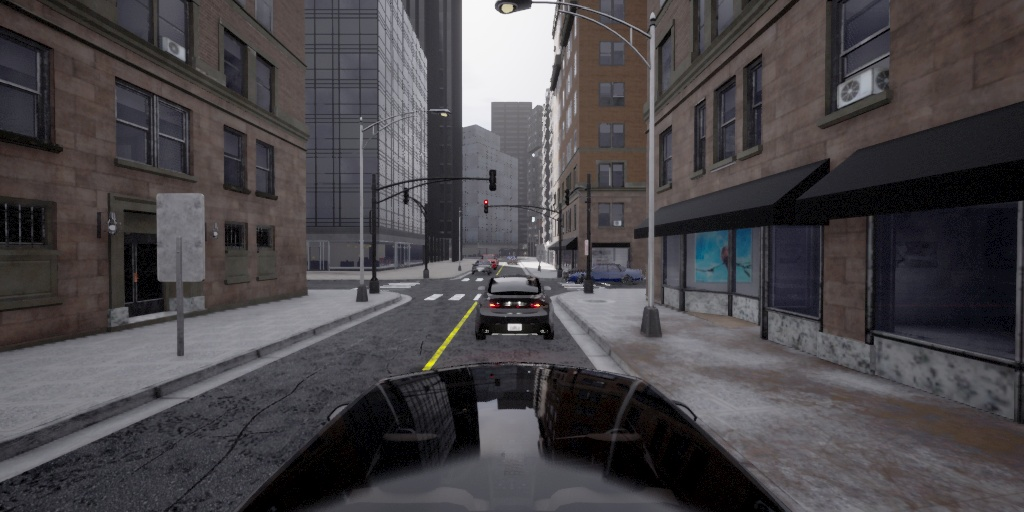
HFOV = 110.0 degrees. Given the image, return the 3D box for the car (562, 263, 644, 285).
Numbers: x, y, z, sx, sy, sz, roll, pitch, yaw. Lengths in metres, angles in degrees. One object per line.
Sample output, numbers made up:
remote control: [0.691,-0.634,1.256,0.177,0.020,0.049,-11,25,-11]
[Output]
car: [6.272,1.227,24.862,5.357,1.411,2.033,0,1,-4]

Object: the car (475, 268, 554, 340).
car: [0.070,1.252,9.972,1.837,1.490,4.892,0,0,0]

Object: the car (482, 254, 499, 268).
car: [-3.151,0.809,48.266,2.150,2.045,5.566,0,1,0]

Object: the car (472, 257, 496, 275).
car: [-3.134,1.163,37.962,2.128,1.511,4.902,0,0,0]
